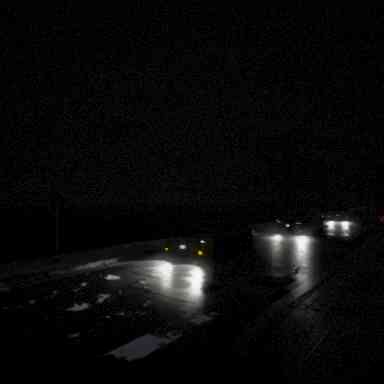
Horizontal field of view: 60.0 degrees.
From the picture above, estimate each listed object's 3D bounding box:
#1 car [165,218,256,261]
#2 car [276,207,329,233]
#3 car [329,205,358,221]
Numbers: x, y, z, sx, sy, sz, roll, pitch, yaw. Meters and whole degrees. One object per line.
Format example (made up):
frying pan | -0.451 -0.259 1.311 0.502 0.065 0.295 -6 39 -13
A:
car | 0.840 1.706 12.930 1.994 1.385 4.181 -1 -1 36
car | 7.006 1.727 21.341 1.837 1.490 4.892 -1 -1 36
car | 13.991 1.869 30.843 1.994 1.385 4.181 -1 -1 37
